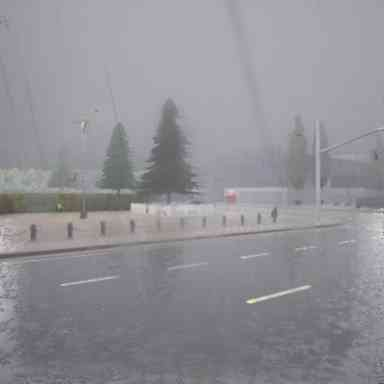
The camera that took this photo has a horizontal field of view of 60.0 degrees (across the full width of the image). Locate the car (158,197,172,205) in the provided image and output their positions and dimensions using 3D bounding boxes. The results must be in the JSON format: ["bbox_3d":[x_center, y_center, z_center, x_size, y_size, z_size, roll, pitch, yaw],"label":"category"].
[{"bbox_3d":[-5.140,1.628,55.906,2.128,1.511,4.902,0,0,-35],"label":"car"}]

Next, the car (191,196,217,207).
[{"bbox_3d":[1.874,1.505,52.090,2.097,1.767,4.553,0,0,-35],"label":"car"}]
